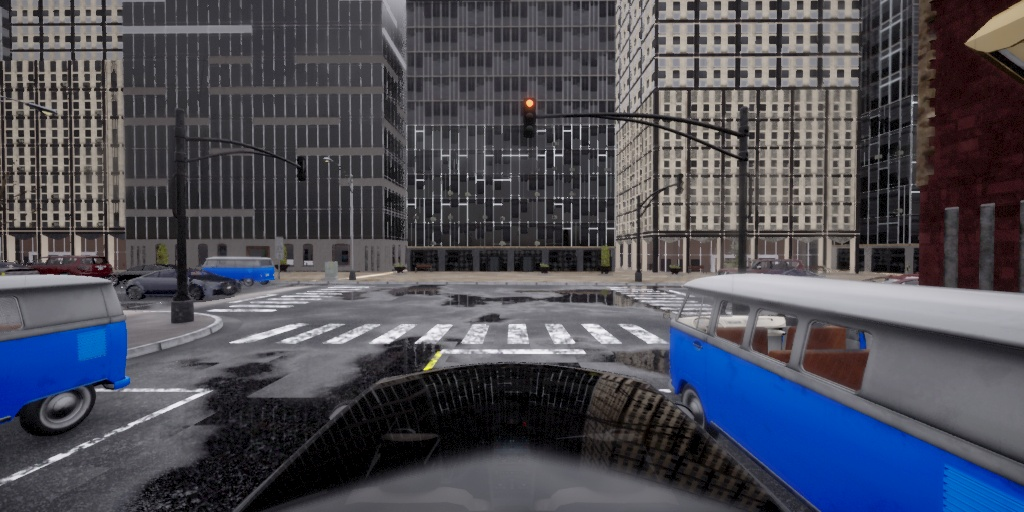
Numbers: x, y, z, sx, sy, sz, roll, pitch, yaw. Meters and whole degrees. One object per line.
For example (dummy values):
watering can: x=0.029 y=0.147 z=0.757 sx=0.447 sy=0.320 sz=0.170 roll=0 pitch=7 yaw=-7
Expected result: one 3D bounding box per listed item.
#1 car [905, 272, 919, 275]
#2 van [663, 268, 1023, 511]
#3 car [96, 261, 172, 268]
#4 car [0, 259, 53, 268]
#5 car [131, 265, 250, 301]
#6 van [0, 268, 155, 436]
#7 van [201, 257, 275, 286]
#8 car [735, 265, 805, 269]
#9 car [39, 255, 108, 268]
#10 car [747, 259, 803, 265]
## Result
car: x=15.216 y=1.437 z=13.703 sx=4.507 sy=1.381 sz=1.888 roll=0 pitch=0 yaw=1
van: x=2.691 y=1.090 z=2.782 sx=1.690 sy=1.789 sz=3.998 roll=0 pitch=0 yaw=0
car: x=-22.618 y=1.150 z=22.423 sx=4.313 sy=1.339 sz=1.948 roll=0 pitch=0 yaw=1
car: x=-29.404 y=1.082 z=19.882 sx=4.902 sy=1.511 sz=2.128 roll=0 pitch=1 yaw=1
car: x=-15.053 y=1.265 z=16.553 sx=4.181 sy=1.385 sz=1.994 roll=0 pitch=1 yaw=1
van: x=-5.690 y=1.090 z=2.836 sx=1.690 sy=1.789 sz=3.998 roll=0 pitch=0 yaw=0
van: x=-17.096 y=0.951 z=22.373 sx=3.998 sy=1.789 sz=1.690 roll=0 pitch=0 yaw=1
car: x=14.801 y=1.372 z=19.486 sx=4.181 sy=1.385 sz=1.994 roll=0 pitch=1 yaw=1
car: x=-28.141 y=0.874 z=22.473 sx=5.009 sy=1.841 sz=2.192 roll=0 pitch=0 yaw=1
car: x=15.292 y=1.089 z=22.082 sx=5.009 sy=1.841 sz=2.192 roll=0 pitch=0 yaw=1
